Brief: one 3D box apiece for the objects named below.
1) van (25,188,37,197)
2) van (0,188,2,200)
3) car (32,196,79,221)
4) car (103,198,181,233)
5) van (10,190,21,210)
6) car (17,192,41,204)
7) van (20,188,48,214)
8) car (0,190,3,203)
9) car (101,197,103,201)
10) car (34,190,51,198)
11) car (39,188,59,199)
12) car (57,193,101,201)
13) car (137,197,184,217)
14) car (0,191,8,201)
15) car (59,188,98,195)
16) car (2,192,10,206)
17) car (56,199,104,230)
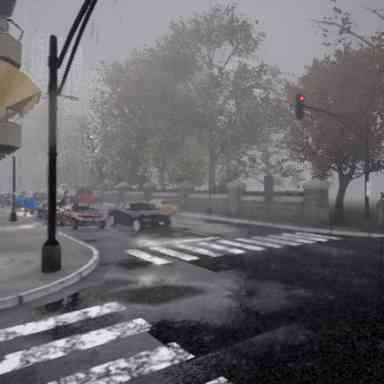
[{"bbox_3d":[-35.211,0.036,72.625,1.690,1.788,3.998,2,0,-36],"label":"van"},{"bbox_3d":[-32.224,0.260,54.270,1.690,1.788,3.998,2,0,-36],"label":"van"},{"bbox_3d":[-9.432,1.181,22.918,1.802,1.307,4.206,2,0,-36],"label":"car"},{"bbox_3d":[-2.951,1.229,18.392,1.882,1.535,5.008,1,1,-36],"label":"car"},{"bbox_3d":[-15.939,0.744,31.876,1.690,1.788,3.998,2,0,-36],"label":"van"},{"bbox_3d":[-21.790,0.732,44.419,2.033,1.411,5.357,1,1,-36],"label":"car"},{"bbox_3d":[-12.681,0.842,27.398,1.690,1.788,3.998,2,0,-36],"label":"van"},{"bbox_3d":[-22.459,0.759,40.834,2.008,1.369,4.403,2,0,-36],"label":"car"},{"bbox_3d":[-12.421,0.920,41.278,2.008,1.369,4.403,2,0,-36],"label":"car"},{"bbox_3d":[-28.705,0.437,63.668,2.008,1.369,4.403,2,0,-36],"label":"car"},{"bbox_3d":[-25.441,0.297,59.191,2.192,1.841,5.009,2,0,-36],"label":"car"},{"bbox_3d":[-9.733,1.094,27.716,2.033,1.411,5.357,1,1,-36],"label":"car"},{"bbox_3d":[-2.751,1.185,27.981,1.752,1.417,4.829,2,0,-36],"label":"car"},{"bbox_3d":[-28.974,0.565,49.791,2.008,1.369,4.403,2,0,-36],"label":"car"},{"bbox_3d":[-12.875,0.620,37.481,2.150,2.045,5.566,1,1,-36],"label":"car"},{"bbox_3d":[-19.203,0.887,36.355,1.802,1.307,4.206,2,0,-36],"label":"car"},{"bbox_3d":[-6.176,1.279,18.441,1.802,1.307,4.206,2,0,-36],"label":"car"}]
